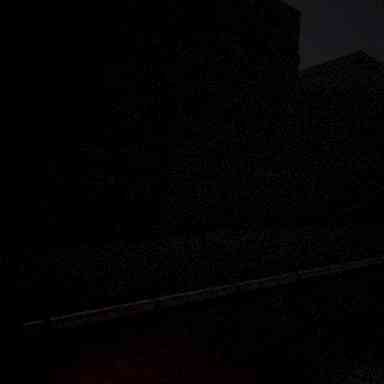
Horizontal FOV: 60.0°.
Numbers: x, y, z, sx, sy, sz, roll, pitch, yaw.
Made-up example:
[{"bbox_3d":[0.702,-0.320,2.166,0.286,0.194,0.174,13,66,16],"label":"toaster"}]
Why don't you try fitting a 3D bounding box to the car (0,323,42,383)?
[{"bbox_3d":[-3.289,1.600,1.575,4.718,1.301,1.895,0,0,-34],"label":"car"}]
